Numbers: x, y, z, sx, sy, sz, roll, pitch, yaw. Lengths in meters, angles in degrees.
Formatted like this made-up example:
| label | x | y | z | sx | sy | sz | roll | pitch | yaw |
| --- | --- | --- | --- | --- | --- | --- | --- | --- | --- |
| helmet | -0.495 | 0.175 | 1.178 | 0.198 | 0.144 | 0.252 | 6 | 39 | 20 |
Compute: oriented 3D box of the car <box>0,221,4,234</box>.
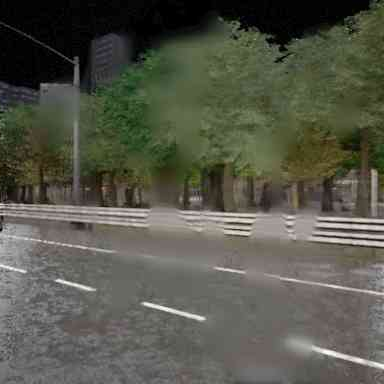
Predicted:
| label | x | y | z | sx | sy | sz | roll | pitch | yaw |
| --- | --- | --- | --- | --- | --- | --- | --- | --- | --- |
| car | -11.158 | 1.603 | 16.125 | 4.718 | 1.301 | 1.895 | 0 | 0 | 35 |
